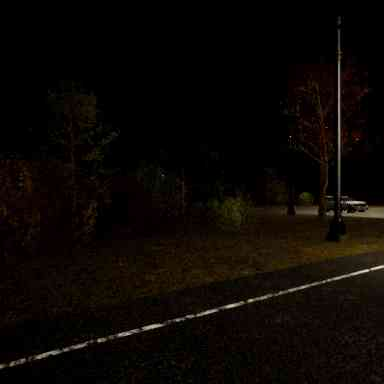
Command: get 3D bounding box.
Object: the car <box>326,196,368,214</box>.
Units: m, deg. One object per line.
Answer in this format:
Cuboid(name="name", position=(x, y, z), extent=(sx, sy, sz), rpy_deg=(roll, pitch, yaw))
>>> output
Cuboid(name="car", position=(17.787, 1.479, 39.340), extent=(2.150, 2.045, 5.566), rpy_deg=(-2, 0, -31))
